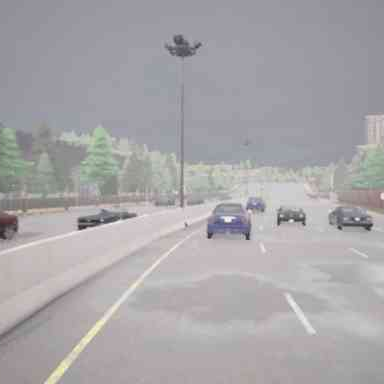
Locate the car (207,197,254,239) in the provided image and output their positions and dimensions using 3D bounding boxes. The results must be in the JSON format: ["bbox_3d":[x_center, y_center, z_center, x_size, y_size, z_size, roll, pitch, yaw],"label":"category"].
[{"bbox_3d":[2.088,1.351,17.671,2.097,1.767,4.553,0,0,11],"label":"car"}]

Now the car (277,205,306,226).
[{"bbox_3d":[7.132,1.623,24.153,1.895,1.301,4.718,0,0,14],"label":"car"}]

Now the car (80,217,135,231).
[{"bbox_3d":[-4.952,1.562,19.443,1.895,1.301,4.718,0,0,11],"label":"car"}]

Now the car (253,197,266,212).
[{"bbox_3d":[7.529,1.366,39.024,2.097,1.767,4.553,0,0,15],"label":"car"}]

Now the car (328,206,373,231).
[{"bbox_3d":[9.989,1.587,21.270,2.033,1.411,5.357,0,0,14],"label":"car"}]

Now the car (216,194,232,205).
[{"bbox_3d":[5.808,1.344,59.822,2.097,1.767,4.553,0,0,16],"label":"car"}]
